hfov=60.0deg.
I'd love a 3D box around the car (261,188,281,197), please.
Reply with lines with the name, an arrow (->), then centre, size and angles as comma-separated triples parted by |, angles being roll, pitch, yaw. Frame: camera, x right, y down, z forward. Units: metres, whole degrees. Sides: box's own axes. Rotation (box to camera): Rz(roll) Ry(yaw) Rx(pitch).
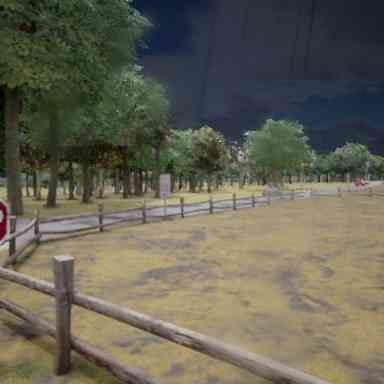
car -> 12.988, 0.033, 54.374 | 1.812, 1.442, 4.674 | 0, 2, 36
